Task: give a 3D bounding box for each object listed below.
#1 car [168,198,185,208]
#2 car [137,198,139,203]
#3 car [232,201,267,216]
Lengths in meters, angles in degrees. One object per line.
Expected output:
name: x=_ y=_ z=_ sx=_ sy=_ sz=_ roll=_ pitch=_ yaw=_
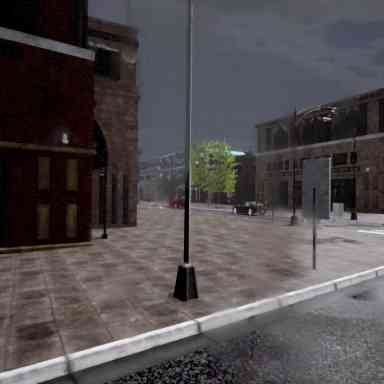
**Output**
car: x=-2.165 y=1.627 z=49.311 sx=1.887 sy=1.381 sz=4.507 roll=1 pitch=-1 yaw=-27
car: x=-12.196 y=1.671 z=69.007 sx=1.802 sy=1.307 sz=4.206 roll=1 pitch=-1 yaw=-27
car: x=5.784 y=1.628 z=33.768 sx=2.008 sy=1.369 sz=4.403 roll=1 pitch=-1 yaw=-27
